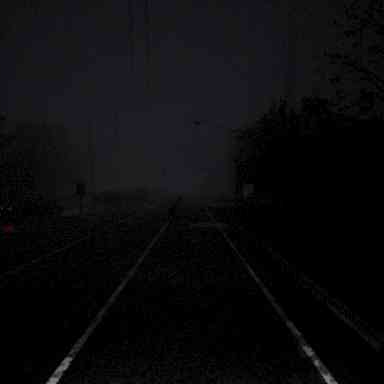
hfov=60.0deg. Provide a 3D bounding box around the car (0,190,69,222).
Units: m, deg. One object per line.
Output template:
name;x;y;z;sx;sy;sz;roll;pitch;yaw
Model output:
car;-12.096;1.059;25.028;2.097;1.767;4.553;3;5;31

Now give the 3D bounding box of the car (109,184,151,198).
car;-10.084;0.200;53.972;5.566;2.045;2.435;0;1;0

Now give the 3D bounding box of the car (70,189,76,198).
car;-23.302;0.386;56.802;5.366;1.575;1.946;0;1;0

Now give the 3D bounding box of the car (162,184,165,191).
car;-9.851;-0.552;81.827;5.008;1.535;2.097;0;3;0

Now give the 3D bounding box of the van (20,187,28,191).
van;-23.089;0.368;42.842;4.442;1.987;1.878;1;1;0

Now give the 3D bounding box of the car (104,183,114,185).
car;-22.966;-0.801;81.738;5.566;2.045;2.435;0;3;0

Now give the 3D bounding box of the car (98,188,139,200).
car;-10.145;0.597;45.619;4.792;1.488;2.163;0;1;0

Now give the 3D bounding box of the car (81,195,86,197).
car;-23.072;0.246;62.246;5.008;1.535;2.097;0;2;0

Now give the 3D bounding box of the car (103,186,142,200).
car;-10.127;0.411;48.403;4.553;1.767;2.185;0;1;0

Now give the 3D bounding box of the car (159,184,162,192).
car;-9.928;-0.406;76.252;4.553;1.767;2.185;0;3;0

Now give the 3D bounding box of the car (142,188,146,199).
car;-10.071;0.499;51.183;5.008;1.535;2.097;0;1;0

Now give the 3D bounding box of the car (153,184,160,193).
car;-9.948;-0.283;73.474;4.553;1.767;2.185;0;3;0

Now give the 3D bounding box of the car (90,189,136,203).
car;-10.106;0.627;42.835;4.792;1.488;2.163;0;1;0

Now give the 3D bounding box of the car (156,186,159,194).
car;-9.966;-0.014;70.696;4.792;1.488;2.163;0;2;0

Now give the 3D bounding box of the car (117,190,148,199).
car;-10.030;0.396;56.765;4.892;1.521;2.231;0;1;0

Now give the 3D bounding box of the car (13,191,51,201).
car;-23.179;0.572;48.303;4.674;1.452;2.002;0;1;0

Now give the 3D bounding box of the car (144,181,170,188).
car;-9.805;-1.439;92.939;5.566;2.045;2.435;0;3;0

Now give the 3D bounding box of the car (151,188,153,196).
car;-9.987;0.358;59.544;4.792;1.488;2.163;0;2;0

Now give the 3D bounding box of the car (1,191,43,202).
car;-23.199;0.603;45.519;4.674;1.452;2.002;0;1;0

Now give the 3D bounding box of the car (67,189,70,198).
car;-23.322;0.443;54.008;5.366;1.575;1.946;0;1;0

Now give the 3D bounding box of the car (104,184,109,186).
car;-22.963;-0.411;78.965;5.008;1.535;2.097;0;3;0

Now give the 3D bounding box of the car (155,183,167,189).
car;-9.788;-0.827;87.397;4.792;1.488;2.163;0;3;0

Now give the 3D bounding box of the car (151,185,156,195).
car;-9.945;0.034;65.118;4.553;1.767;2.185;0;2;0

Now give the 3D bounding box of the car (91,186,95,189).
car;-23.030;0.058;67.951;4.892;1.521;2.231;0;2;0

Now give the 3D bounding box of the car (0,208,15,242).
car;-10.031;1.514;13.027;4.792;1.488;2.163;0;0;0

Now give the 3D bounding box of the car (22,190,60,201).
car;-23.185;0.523;51.215;4.792;1.488;2.163;0;1;0

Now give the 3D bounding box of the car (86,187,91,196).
car;-23.052;0.159;65.035;5.008;1.535;2.097;0;2;0

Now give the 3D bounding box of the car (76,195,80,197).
car;-23.068;0.356;59.457;4.792;1.488;2.163;0;1;0

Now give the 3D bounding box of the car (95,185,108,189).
car;-22.792;-0.282;76.177;5.366;1.575;1.946;0;3;0
